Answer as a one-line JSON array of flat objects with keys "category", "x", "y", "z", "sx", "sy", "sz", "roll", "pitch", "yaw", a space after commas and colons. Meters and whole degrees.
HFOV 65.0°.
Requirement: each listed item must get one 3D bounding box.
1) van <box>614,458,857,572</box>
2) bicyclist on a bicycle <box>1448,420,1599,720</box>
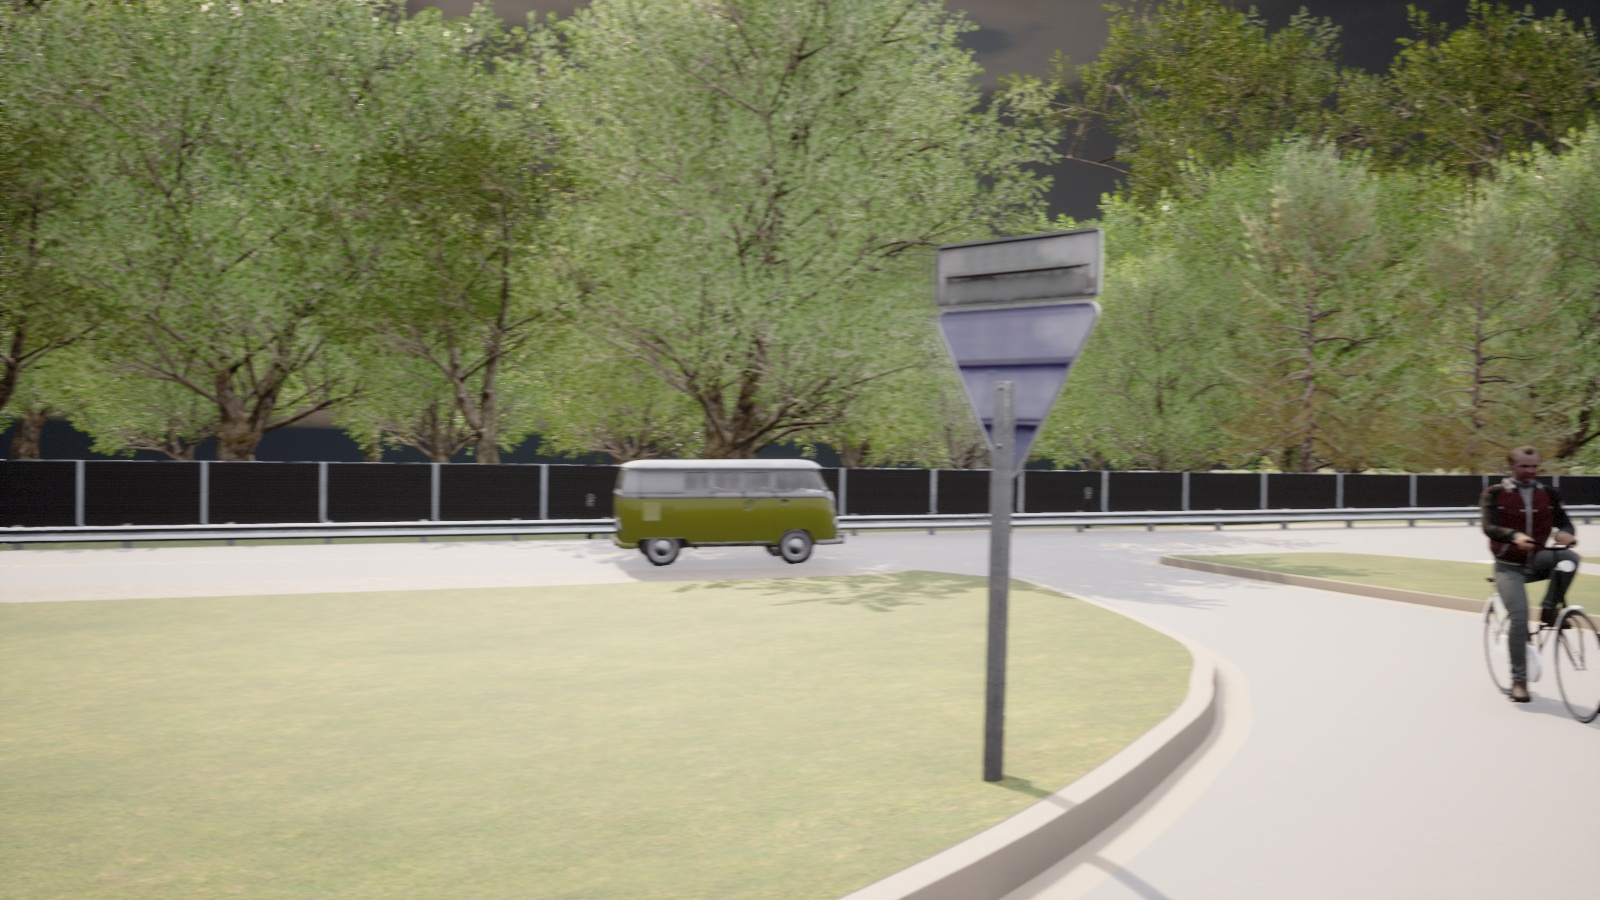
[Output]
[{"category": "van", "x": -1.289, "y": 1.201, "z": 24.346, "sx": 4.442, "sy": 1.987, "sz": 1.775, "roll": -1, "pitch": 1, "yaw": -13}, {"category": "bicyclist on a bicycle", "x": 5.028, "y": 0.741, "z": 8.342, "sx": 0.659, "sy": 1.776, "sz": 1.843, "roll": -1, "pitch": -3, "yaw": 8}]
